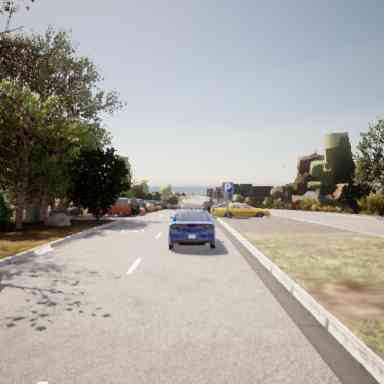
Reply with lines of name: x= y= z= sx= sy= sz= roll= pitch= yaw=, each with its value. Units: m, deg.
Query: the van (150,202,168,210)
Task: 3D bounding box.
van: x=-8.656 y=3.706 z=87.172 sx=4.442 sy=1.987 sz=1.878 roll=0 pitch=-3 yaw=0

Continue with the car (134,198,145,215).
car: x=-8.567 y=1.672 z=37.497 sx=5.566 sy=2.045 sz=2.435 roll=0 pitch=-2 yaw=0

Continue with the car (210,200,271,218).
car: x=4.726 y=1.760 z=31.727 sx=5.366 sy=1.575 sz=1.946 roll=0 pitch=-2 yaw=0

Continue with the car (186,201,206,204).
car: x=0.000 y=1.722 z=29.691 sx=1.882 sy=1.535 sz=5.008 roll=0 pitch=-1 yaw=0

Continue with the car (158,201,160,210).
car: x=-8.533 y=2.592 z=56.865 sx=4.892 sy=1.521 sz=2.231 roll=0 pitch=-2 yaw=0

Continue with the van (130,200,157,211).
van: x=-8.656 y=2.462 z=59.641 sx=4.442 sy=1.987 sz=1.878 roll=0 pitch=-2 yaw=0

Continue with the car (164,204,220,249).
car: x=0.000 y=1.503 z=14.675 sx=1.882 sy=1.535 sz=5.008 roll=0 pitch=0 yaw=0

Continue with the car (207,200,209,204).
car: x=4.534 y=1.917 z=37.266 sx=5.008 sy=1.535 sz=2.097 roll=0 pitch=-2 yaw=0

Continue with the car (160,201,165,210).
car: x=-8.355 y=2.782 z=62.403 sx=5.366 sy=1.575 sz=1.946 roll=0 pitch=-2 yaw=0

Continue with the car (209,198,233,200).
car: x=4.509 y=1.882 z=40.046 sx=4.553 sy=1.767 sz=2.185 roll=0 pitch=-2 yaw=0

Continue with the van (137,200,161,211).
van: x=-8.422 y=2.656 z=65.177 sx=4.442 sy=1.987 sz=1.878 roll=0 pitch=-2 yaw=0

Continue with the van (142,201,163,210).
van: x=-8.656 y=3.007 z=73.464 sx=4.442 sy=1.987 sz=1.878 roll=0 pitch=-3 yaw=0

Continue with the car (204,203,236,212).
car: x=4.535 y=2.488 z=53.910 sx=5.008 sy=1.535 sz=2.097 roll=0 pitch=-2 yaw=0

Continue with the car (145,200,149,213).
car: x=-8.533 y=2.109 z=43.021 sx=4.892 sy=1.521 sz=2.231 roll=0 pitch=-2 yaw=0

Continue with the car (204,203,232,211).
car: x=4.570 y=2.712 z=59.456 sx=4.792 sy=1.488 sz=2.163 roll=0 pitch=-2 yaw=0

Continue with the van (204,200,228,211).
van: x=4.657 y=2.650 z=65.015 sx=4.442 sy=1.987 sz=1.878 roll=0 pitch=-2 yaw=0

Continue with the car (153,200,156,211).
car: x=-8.534 y=2.394 z=51.202 sx=5.008 sy=1.535 sz=2.097 roll=0 pitch=-2 yaw=0

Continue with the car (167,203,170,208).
car: x=-8.511 y=3.257 z=78.874 sx=5.566 sy=2.045 sz=2.435 roll=0 pitch=-3 yaw=0

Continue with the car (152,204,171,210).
car: x=-8.534 y=4.220 z=92.819 sx=5.008 sy=1.535 sz=2.097 roll=0 pitch=-3 yaw=0

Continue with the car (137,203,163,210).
car: x=-8.544 y=2.978 z=67.938 sx=5.008 sy=1.535 sz=2.097 roll=0 pitch=-2 yaw=0

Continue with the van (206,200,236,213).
van: x=4.424 y=2.166 z=51.143 sx=4.442 sy=1.987 sz=1.878 roll=0 pitch=-2 yaw=0

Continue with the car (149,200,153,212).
car: x=-8.508 y=2.176 z=48.563 sx=4.553 sy=1.767 sz=2.185 roll=0 pitch=-2 yaw=0

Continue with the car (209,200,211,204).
car: x=4.535 y=1.837 z=34.495 sx=4.892 sy=1.521 sz=2.231 roll=0 pitch=-2 yaw=0

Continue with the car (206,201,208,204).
car: x=4.569 y=1.850 z=42.820 sx=5.566 sy=2.045 sz=2.435 roll=0 pitch=-2 yaw=0

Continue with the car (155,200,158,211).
car: x=-8.534 y=2.495 z=54.096 sx=5.008 sy=1.535 sz=2.097 roll=0 pitch=-2 yaw=0

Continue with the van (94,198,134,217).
van: x=-8.657 y=1.613 z=34.605 sx=4.442 sy=1.987 sz=1.878 roll=0 pitch=-2 yaw=0

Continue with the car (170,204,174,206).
car: x=-3.499 y=3.488 z=77.453 sx=1.994 sy=1.385 sz=4.181 roll=0 pitch=-3 yaw=0

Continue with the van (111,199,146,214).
van: x=-8.656 y=1.979 z=45.798 sx=4.442 sy=1.987 sz=1.878 roll=0 pitch=-2 yaw=0

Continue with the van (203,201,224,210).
van: x=4.657 y=3.000 z=73.320 sx=4.442 sy=1.987 sz=1.878 roll=0 pitch=-3 yaw=0

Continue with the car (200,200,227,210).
car: x=4.512 y=2.833 z=70.549 sx=5.566 sy=2.045 sz=2.435 roll=0 pitch=-3 yaw=0
